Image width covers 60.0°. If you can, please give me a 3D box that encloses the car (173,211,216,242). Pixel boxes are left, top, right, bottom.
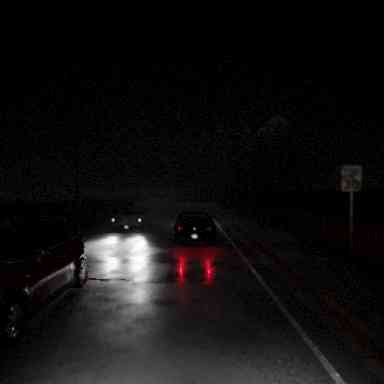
[{"bbox_3d":[0.119,1.602,16.493,1.895,1.301,4.718,0,0,0],"label":"car"}]

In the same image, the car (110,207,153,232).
[{"bbox_3d":[-3.559,1.601,20.257,1.895,1.301,4.718,0,0,0],"label":"car"}]

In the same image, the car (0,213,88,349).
[{"bbox_3d":[-3.592,1.351,6.216,2.097,1.767,4.553,0,0,0],"label":"car"}]
